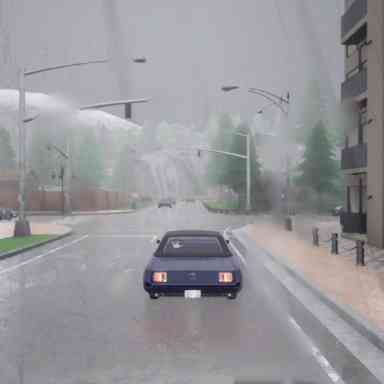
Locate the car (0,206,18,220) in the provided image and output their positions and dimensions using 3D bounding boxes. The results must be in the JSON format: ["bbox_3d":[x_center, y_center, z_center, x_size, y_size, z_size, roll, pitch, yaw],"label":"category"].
[{"bbox_3d":[-15.916,1.477,25.245,4.902,1.511,2.128,0,0,-1],"label":"car"}]

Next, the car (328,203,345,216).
[{"bbox_3d":[14.709,1.367,29.892,4.553,1.767,2.097,0,0,-1],"label":"car"}]

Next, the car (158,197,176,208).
[{"bbox_3d":[-3.790,1.547,47.897,2.033,1.411,5.357,0,0,0],"label":"car"}]

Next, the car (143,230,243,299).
[{"bbox_3d":[0.026,1.601,8.381,1.895,1.301,4.718,0,0,0],"label":"car"}]

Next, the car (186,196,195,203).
[{"bbox_3d":[-0.305,1.547,68.230,2.033,1.411,5.357,0,0,0],"label":"car"}]

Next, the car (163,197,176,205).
[{"bbox_3d":[-3.816,1.564,57.886,1.994,1.385,4.181,0,0,1],"label":"car"}]
